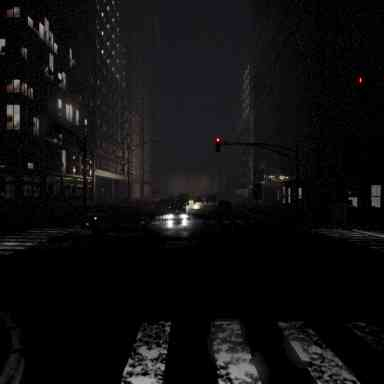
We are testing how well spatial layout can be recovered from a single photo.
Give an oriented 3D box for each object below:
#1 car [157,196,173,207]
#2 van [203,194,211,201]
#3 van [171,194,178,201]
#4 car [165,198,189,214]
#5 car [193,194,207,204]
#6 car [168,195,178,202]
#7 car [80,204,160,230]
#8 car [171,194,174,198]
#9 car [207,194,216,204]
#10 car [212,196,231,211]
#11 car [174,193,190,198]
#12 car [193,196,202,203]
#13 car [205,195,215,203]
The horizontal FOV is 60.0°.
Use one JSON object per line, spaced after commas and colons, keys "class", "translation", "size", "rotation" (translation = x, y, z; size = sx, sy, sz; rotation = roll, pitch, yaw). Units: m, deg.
{"class": "car", "translation": [-4.055, 1.592, 47.264], "size": [1.802, 1.307, 4.206], "rotation": [0, 0, 0]}
{"class": "van", "translation": [3.665, 1.321, 80.467], "size": [1.690, 1.788, 3.998], "rotation": [0, 0, 0]}
{"class": "van", "translation": [-4.215, 1.321, 80.429], "size": [1.690, 1.788, 3.998], "rotation": [0, 0, 0]}
{"class": "car", "translation": [-1.534, 1.616, 35.885], "size": [1.895, 1.301, 4.718], "rotation": [0, 0, 0]}
{"class": "car", "translation": [1.271, 1.524, 62.996], "size": [1.812, 1.442, 4.674], "rotation": [0, 0, 0]}
{"class": "car", "translation": [-4.188, 1.426, 74.902], "size": [1.967, 1.590, 4.097], "rotation": [0, 0, 0]}
{"class": "car", "translation": [-4.631, 1.610, 21.302], "size": [1.895, 1.301, 4.718], "rotation": [2, 1, 44]}
{"class": "car", "translation": [-4.135, 1.564, 63.846], "size": [1.947, 1.339, 4.313], "rotation": [0, 0, 0]}
{"class": "car", "translation": [3.746, 1.313, 63.884], "size": [2.192, 1.841, 5.009], "rotation": [0, 0, 0]}
{"class": "car", "translation": [3.902, 1.579, 41.776], "size": [1.947, 1.339, 4.313], "rotation": [0, 0, 0]}
{"class": "car", "translation": [-1.615, 1.227, 58.981], "size": [2.150, 2.045, 5.566], "rotation": [0, 0, 0]}
{"class": "car", "translation": [1.145, 1.528, 73.303], "size": [2.033, 1.411, 5.357], "rotation": [0, 0, 0]}
{"class": "car", "translation": [3.719, 1.432, 69.412], "size": [1.967, 1.590, 4.097], "rotation": [0, 0, 0]}
